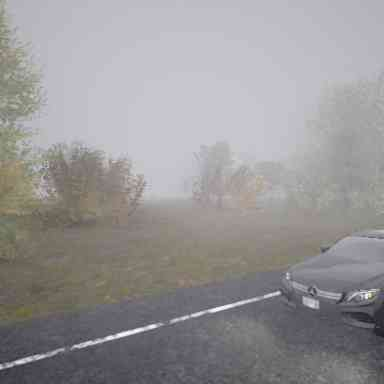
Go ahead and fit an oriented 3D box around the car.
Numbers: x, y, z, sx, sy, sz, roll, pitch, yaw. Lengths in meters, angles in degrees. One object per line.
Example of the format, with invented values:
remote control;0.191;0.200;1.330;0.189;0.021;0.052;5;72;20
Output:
car;3.808;1.525;6.708;4.674;1.442;1.812;0;0;-36
